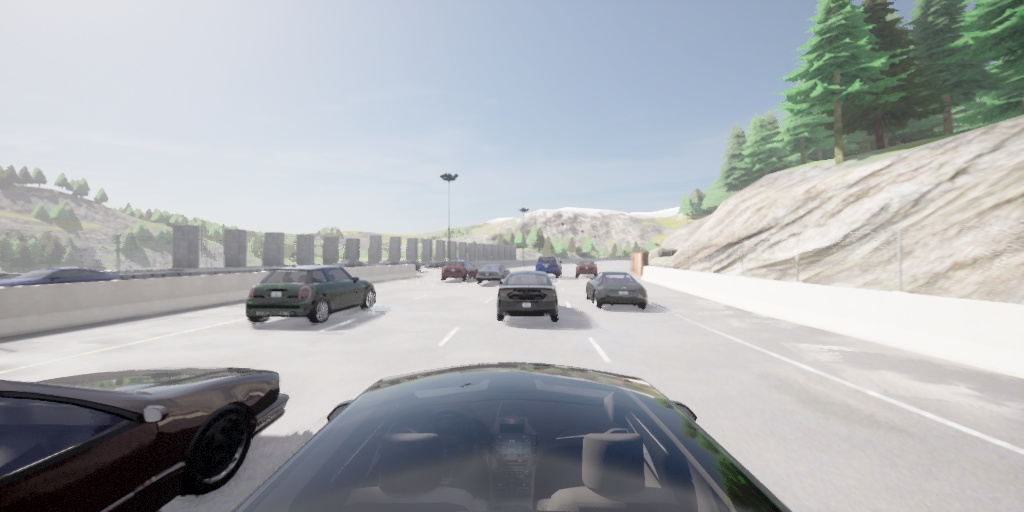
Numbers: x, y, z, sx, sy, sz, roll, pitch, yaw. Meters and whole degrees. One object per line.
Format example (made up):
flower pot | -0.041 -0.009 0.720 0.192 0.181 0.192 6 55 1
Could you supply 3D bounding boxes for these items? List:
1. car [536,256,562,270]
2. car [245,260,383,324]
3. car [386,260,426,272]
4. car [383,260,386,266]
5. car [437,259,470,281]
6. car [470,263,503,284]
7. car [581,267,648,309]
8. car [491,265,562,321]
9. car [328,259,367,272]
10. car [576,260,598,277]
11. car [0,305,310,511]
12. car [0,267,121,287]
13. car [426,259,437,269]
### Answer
car | 3.570 1.031 34.516 2.150 2.045 5.566 0 0 12
car | -6.446 1.100 12.133 2.097 1.767 4.553 0 0 4
car | -12.633 1.284 43.073 1.837 1.490 4.892 0 -1 13
car | -17.770 1.268 51.231 2.128 1.511 4.902 0 0 15
car | -4.305 1.133 30.330 2.097 1.767 4.553 0 0 9
car | -1.325 1.332 27.179 2.033 1.411 5.357 0 0 9
car | 4.315 1.346 15.335 1.994 1.385 4.181 0 0 5
car | 0.584 1.246 12.666 1.882 1.535 5.008 0 0 4
car | -22.110 1.251 48.463 2.128 1.511 4.902 0 0 15
car | 7.628 1.176 36.616 2.097 1.767 4.553 0 0 12
car | -3.382 1.287 1.438 2.033 1.411 5.357 0 0 0
car | -20.409 1.241 15.960 1.812 1.442 4.674 0 0 5
car | -12.204 1.291 57.745 2.128 1.511 4.902 0 0 18
